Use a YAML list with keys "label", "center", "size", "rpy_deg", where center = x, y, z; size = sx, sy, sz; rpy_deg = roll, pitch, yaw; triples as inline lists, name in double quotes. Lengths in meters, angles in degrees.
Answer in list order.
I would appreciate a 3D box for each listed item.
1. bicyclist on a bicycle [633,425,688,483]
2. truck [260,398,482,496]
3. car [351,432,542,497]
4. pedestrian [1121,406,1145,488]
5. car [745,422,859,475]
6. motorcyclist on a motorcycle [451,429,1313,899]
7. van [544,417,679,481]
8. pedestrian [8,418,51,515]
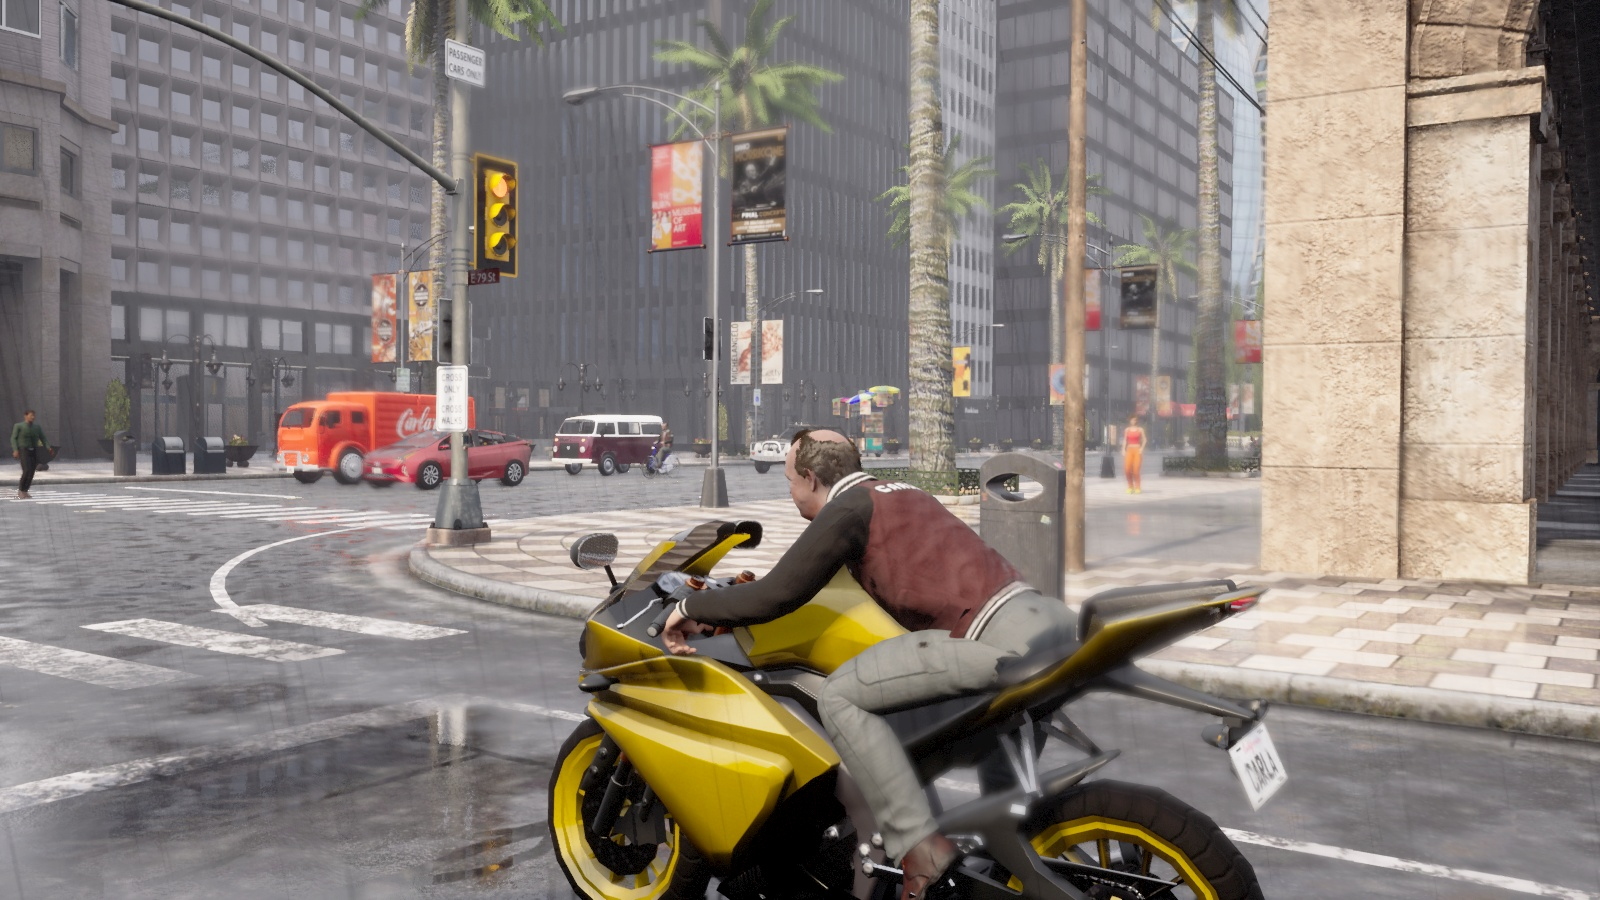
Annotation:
- label: "bicyclist on a bicycle"
  center: [-4.368, 0.104, 39.345]
  size: [0.659, 1.776, 1.843]
  rpy_deg: [0, 1, 33]
- label: "truck"
  center: [-11.689, -0.122, 34.589]
  size: [2.627, 2.467, 5.204]
  rpy_deg: [0, 1, 35]
- label: "car"
  center: [-8.995, 0.318, 32.343]
  size: [2.007, 1.525, 4.514]
  rpy_deg: [0, 1, 33]
- label: "pedestrian"
  center: [7.560, -0.069, 28.487]
  size: [0.345, 1.836, 0.594]
  rpy_deg: [0, 1, 33]
- label: "car"
  center: [0.138, -0.083, 46.170]
  size: [1.932, 1.855, 4.605]
  rpy_deg: [0, 1, 33]
- label: "motorcyclist on a motorcycle"
  center: [0.146, 0.718, 3.421]
  size: [2.191, 1.530, 0.866]
  rpy_deg: [0, 1, 33]
- label: "van"
  center: [-6.340, -0.071, 42.710]
  size: [2.069, 2.038, 4.480]
  rpy_deg: [0, 1, 33]
- label: "pedestrian"
  center: [-15.698, 0.331, 25.574]
  size: [0.788, 1.949, 0.423]
  rpy_deg: [0, 1, 33]
